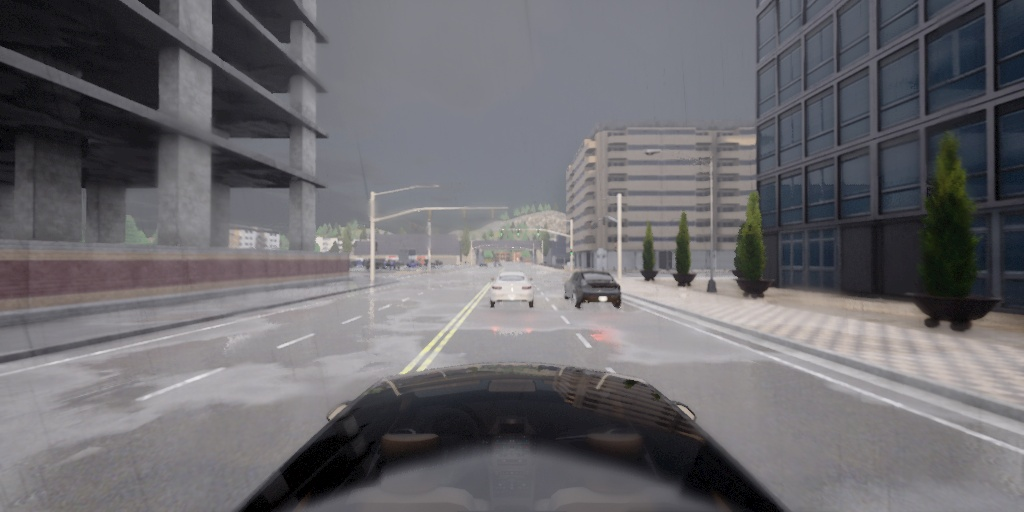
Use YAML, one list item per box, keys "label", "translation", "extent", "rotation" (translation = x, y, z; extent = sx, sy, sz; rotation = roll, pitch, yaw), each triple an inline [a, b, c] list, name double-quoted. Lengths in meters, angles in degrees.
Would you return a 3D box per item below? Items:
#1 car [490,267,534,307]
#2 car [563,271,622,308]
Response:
- label: "car"
  translation: [-0.002, 1.412, 16.220]
  extent: [1.812, 1.442, 4.674]
  rotation: [0, 0, 0]
- label: "car"
  translation: [3.497, 1.393, 16.156]
  extent: [1.837, 1.490, 4.892]
  rotation: [0, 0, 0]
